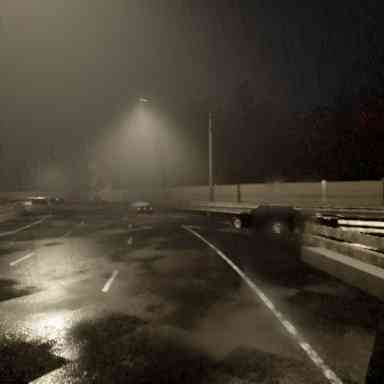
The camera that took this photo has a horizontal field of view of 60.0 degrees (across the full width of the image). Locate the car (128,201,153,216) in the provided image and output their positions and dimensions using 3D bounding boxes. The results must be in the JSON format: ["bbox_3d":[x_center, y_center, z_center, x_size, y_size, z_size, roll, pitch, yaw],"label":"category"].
[{"bbox_3d":[-5.472,1.692,35.007,2.033,1.411,5.357,0,0,-21],"label":"car"}]

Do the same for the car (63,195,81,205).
[{"bbox_3d":[-26.099,1.652,72.353,2.150,2.045,5.566,0,0,-36],"label":"car"}]

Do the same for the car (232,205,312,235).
[{"bbox_3d":[4.435,1.509,19.198,1.882,1.535,5.008,-1,0,-36],"label":"car"}]

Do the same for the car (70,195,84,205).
[{"bbox_3d":[-24.366,1.756,69.965,1.882,1.535,5.008,0,0,-40],"label":"car"}]

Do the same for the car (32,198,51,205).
[{"bbox_3d":[-30.221,1.885,65.984,1.895,1.301,4.718,0,0,-40],"label":"car"}]

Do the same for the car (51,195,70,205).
[{"bbox_3d":[-27.469,1.803,68.149,2.128,1.511,4.902,0,0,-40],"label":"car"}]

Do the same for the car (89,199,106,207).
[{"bbox_3d":[-16.705,1.868,58.864,1.994,1.385,4.181,0,0,-33],"label":"car"}]
